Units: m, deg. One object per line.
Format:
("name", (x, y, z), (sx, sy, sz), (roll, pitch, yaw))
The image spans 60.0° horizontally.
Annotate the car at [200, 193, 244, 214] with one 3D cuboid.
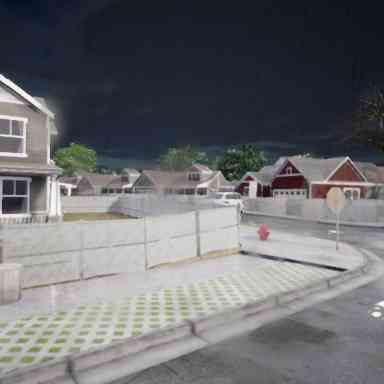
("car", (2.724, 1.072, 31.291), (2.150, 2.045, 5.566), (1, 0, -23))
